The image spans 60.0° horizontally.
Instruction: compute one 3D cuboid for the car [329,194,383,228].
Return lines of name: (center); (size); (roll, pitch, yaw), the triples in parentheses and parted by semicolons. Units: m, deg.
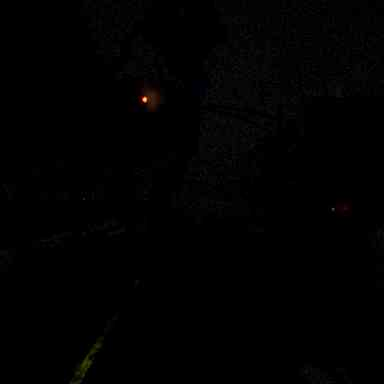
car: (11.415, 1.118, 20.579); (5.566, 2.045, 2.150); (0, -1, 0)
